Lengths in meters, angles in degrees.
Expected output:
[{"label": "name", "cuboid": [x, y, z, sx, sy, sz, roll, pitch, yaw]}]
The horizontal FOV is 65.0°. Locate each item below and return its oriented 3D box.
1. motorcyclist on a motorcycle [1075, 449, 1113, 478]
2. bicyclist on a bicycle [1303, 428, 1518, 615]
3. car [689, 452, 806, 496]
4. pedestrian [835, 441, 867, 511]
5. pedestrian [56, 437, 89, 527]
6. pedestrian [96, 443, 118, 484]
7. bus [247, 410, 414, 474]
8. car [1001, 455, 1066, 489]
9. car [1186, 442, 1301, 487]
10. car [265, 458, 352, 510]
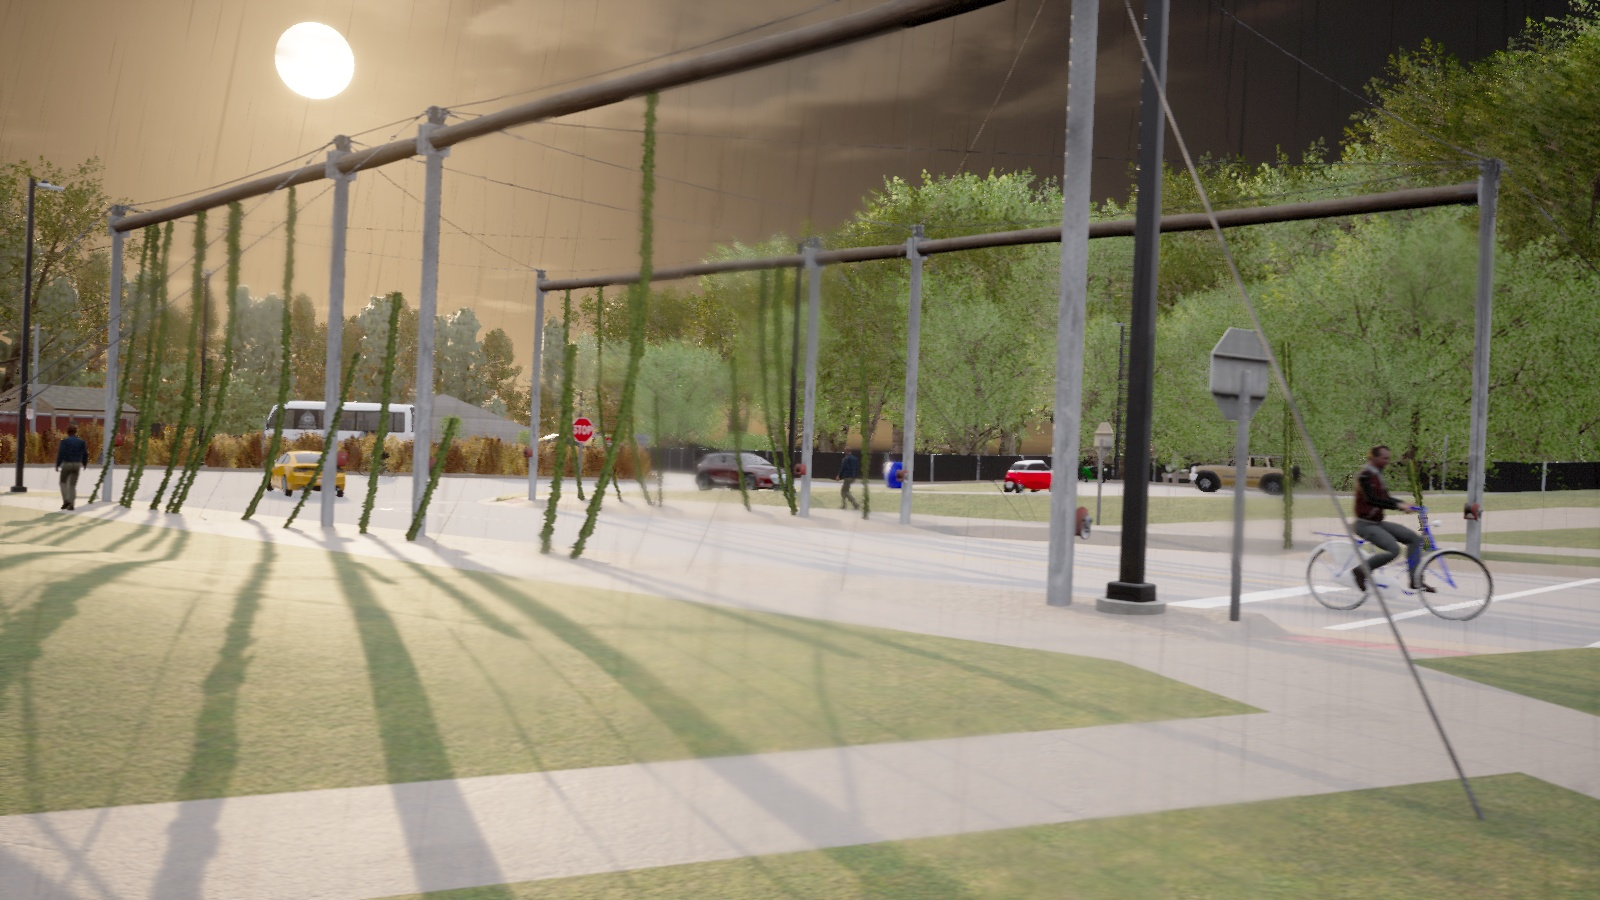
[{"label": "motorcyclist on a motorcycle", "cuboid": [15.786, 0.702, 67.433, 0.797, 1.523, 2.044, -2, 1, -29]}, {"label": "bicyclist on a bicycle", "cuboid": [6.210, 0.699, 12.856, 0.659, 1.776, 1.843, 1, -2, -45]}, {"label": "car", "cuboid": [-2.169, 0.953, 50.295, 2.033, 1.649, 4.856, -1, 0, -42]}, {"label": "pedestrian", "cuboid": [1.373, 0.695, 33.914, 0.726, 1.842, 0.402, 1, 0, 42]}, {"label": "pedestrian", "cuboid": [-15.154, 0.663, 26.157, 0.726, 1.835, 0.370, 1, 0, 44]}, {"label": "pedestrian", "cuboid": [-32.377, 0.636, 58.704, 0.849, 1.883, 0.563, 1, 0, -28]}, {"label": "bus", "cuboid": [-32.474, -0.515, 87.313, 10.273, 4.253, 3.944, 1, 1, -9]}, {"label": "car", "cuboid": [9.719, 0.901, 52.280, 2.207, 1.376, 1.481, -1, 0, -28]}, {"label": "car", "cuboid": [19.795, 0.630, 56.066, 4.605, 1.855, 1.932, 1, 0, 27]}, {"label": "car", "cuboid": [-17.149, 1.132, 43.671, 1.882, 1.535, 5.008, 1, 1, -32]}]
